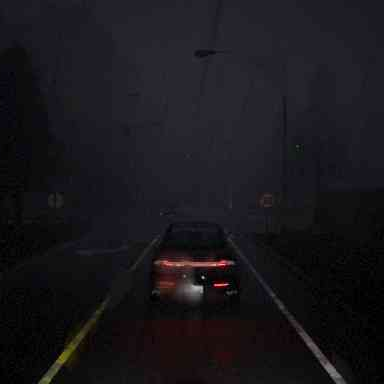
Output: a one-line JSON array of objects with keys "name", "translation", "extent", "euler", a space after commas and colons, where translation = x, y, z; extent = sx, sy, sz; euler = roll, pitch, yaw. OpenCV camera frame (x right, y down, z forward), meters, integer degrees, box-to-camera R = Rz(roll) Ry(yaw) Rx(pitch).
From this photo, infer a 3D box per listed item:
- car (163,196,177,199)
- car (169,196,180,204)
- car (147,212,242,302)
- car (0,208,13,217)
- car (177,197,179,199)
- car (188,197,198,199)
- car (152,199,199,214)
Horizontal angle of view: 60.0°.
[{"name": "car", "translation": [-3.524, 1.526, 46.841], "extent": [1.812, 1.442, 4.674], "euler": [0, 0, 0]}, {"name": "car", "translation": [-3.445, 1.564, 66.101], "extent": [1.994, 1.385, 4.181], "euler": [0, 0, 1]}, {"name": "car", "translation": [0.065, 1.492, 8.242], "extent": [2.128, 1.511, 4.902], "euler": [0, 0, 1]}, {"name": "car", "translation": [-16.178, 1.579, 25.681], "extent": [4.181, 1.385, 1.994], "euler": [0, 0, -1]}, {"name": "car", "translation": [-3.513, 1.478, 56.130], "extent": [1.882, 1.535, 5.008], "euler": [0, 0, 0]}, {"name": "car", "translation": [0.176, 1.564, 60.535], "extent": [1.994, 1.385, 4.181], "euler": [0, 0, 0]}, {"name": "car", "translation": [-1.554, 1.596, 30.755], "extent": [1.895, 1.301, 4.718], "euler": [0, 0, 32]}]
